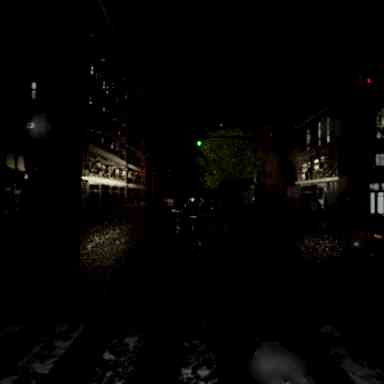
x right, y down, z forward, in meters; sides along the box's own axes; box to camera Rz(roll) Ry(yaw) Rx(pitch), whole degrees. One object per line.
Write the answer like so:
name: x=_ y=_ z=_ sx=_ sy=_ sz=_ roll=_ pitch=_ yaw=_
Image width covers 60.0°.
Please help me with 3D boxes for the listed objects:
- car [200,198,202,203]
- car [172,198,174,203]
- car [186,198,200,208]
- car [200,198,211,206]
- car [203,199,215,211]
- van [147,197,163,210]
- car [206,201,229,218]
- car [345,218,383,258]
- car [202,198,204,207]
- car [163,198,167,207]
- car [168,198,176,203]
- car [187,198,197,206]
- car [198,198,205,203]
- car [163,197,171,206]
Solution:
car: x=2.686 y=2.098 z=61.229 sx=2.008 sy=1.369 sz=4.403 roll=0 pitch=-1 yaw=0
car: x=-5.696 y=2.213 z=72.623 sx=2.008 sy=1.369 sz=4.403 roll=0 pitch=-1 yaw=0
car: x=-0.003 y=2.098 z=59.927 sx=1.994 sy=1.385 sz=4.181 roll=0 pitch=-1 yaw=0
car: x=2.685 y=2.045 z=66.927 sx=1.967 sy=1.590 sz=4.097 roll=0 pitch=-1 yaw=0
car: x=2.687 y=1.771 z=38.444 sx=1.967 sy=1.590 sz=4.097 roll=0 pitch=-1 yaw=0
van: x=-5.695 y=1.777 z=49.839 sx=1.690 sy=1.788 sz=3.998 roll=0 pitch=-1 yaw=0
car: x=2.688 y=1.829 z=32.746 sx=2.008 sy=1.369 sz=4.403 roll=0 pitch=-1 yaw=0
car: x=7.898 y=1.607 z=11.641 sx=5.008 sy=1.535 sz=1.882 roll=1 pitch=-2 yaw=-13
car: x=2.686 y=1.823 z=44.140 sx=1.967 sy=1.590 sz=4.097 roll=0 pitch=-1 yaw=0
car: x=-5.695 y=2.072 z=55.533 sx=1.802 sy=1.307 sz=4.206 roll=0 pitch=-1 yaw=0
car: x=-5.697 y=2.446 z=95.410 sx=1.887 sy=1.381 sz=4.507 roll=0 pitch=-1 yaw=0
car: x=-0.004 y=2.072 z=69.935 sx=2.128 sy=1.511 sz=4.902 roll=0 pitch=-1 yaw=0
car: x=2.683 y=2.454 z=95.408 sx=2.008 sy=1.369 sz=4.403 roll=0 pitch=-1 yaw=0
car: x=-5.696 y=1.861 z=61.232 sx=2.192 sy=1.841 sz=5.009 roll=0 pitch=-1 yaw=0
